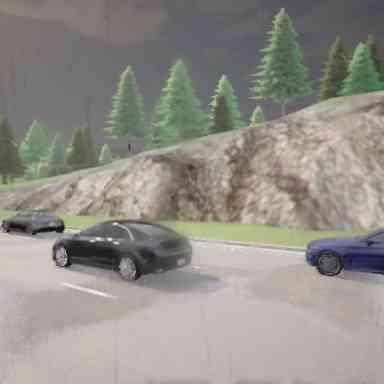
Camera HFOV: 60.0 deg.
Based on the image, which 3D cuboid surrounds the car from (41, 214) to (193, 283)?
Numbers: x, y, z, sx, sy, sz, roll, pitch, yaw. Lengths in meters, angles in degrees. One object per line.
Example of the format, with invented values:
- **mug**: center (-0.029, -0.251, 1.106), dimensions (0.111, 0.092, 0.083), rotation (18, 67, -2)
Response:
- **car**: center (-2.248, 1.581, 10.002), dimensions (4.892, 1.490, 1.837), rotation (0, 0, 36)

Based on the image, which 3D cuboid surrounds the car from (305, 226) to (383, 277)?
- **car**: center (5.457, 1.563, 8.803), dimensions (4.674, 1.442, 1.812), rotation (0, 0, 34)

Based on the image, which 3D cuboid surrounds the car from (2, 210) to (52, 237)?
- **car**: center (-9.294, 1.731, 19.418), dimensions (4.181, 1.385, 1.994), rotation (-1, 0, 36)
